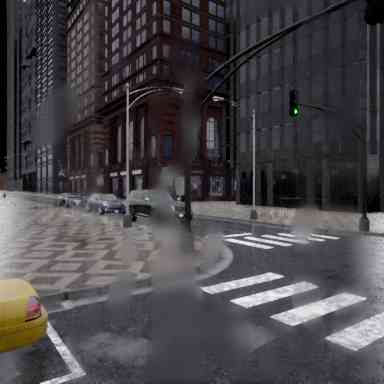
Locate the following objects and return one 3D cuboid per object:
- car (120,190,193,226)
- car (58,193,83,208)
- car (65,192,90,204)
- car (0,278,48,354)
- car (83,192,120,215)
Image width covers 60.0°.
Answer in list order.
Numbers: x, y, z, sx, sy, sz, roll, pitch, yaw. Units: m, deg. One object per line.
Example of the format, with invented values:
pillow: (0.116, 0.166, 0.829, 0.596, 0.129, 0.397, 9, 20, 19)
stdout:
car: (-2.212, 0.898, 20.820, 2.150, 2.045, 5.566, 0, 1, -36)
car: (-13.146, 0.827, 36.087, 2.128, 1.511, 4.902, 0, 1, -36)
car: (-15.481, 0.757, 44.819, 1.994, 1.385, 4.181, 0, 1, -36)
car: (-4.246, 1.525, 3.627, 4.829, 1.417, 1.752, 0, 0, -35)
car: (-7.129, 0.873, 27.684, 2.097, 1.767, 4.553, 0, 1, -35)
